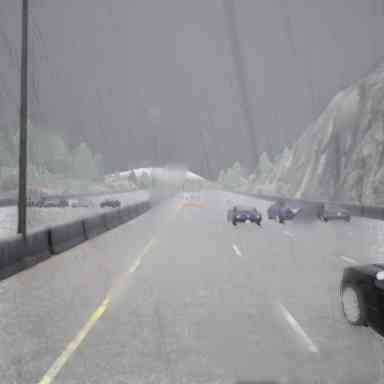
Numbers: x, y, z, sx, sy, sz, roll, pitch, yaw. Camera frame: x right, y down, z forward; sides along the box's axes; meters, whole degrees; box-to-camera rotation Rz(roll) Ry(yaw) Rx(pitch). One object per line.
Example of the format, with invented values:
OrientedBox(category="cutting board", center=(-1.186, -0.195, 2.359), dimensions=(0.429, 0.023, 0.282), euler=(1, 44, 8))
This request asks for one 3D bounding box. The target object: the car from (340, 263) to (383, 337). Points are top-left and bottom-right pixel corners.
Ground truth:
OrientedBox(category="car", center=(3.600, 1.491, 4.012), dimensions=(1.882, 1.535, 5.008), euler=(0, 0, 0))

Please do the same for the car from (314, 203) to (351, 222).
OrientedBox(category="car", center=(10.601, 1.554, 25.962), dimensions=(1.994, 1.385, 4.181), euler=(0, 0, 0))

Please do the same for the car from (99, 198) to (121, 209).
OrientedBox(category="car", center=(-10.586, 1.448, 43.227), dimensions=(1.895, 1.301, 4.718), euler=(0, 1, 0))

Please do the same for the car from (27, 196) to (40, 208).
OrientedBox(category="car", center=(-21.067, 1.327, 45.577), dimensions=(1.837, 1.490, 4.892), euler=(0, 0, 0))

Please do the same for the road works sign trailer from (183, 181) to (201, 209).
OrientedBox(category="road works sign trailer", center=(-0.009, 0.314, 43.017), dimensions=(2.380, 3.560, 2.880), euler=(0, 1, 0))

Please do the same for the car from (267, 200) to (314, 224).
OrientedBox(category="car", center=(7.101, 1.347, 25.026), dimensions=(2.097, 1.767, 4.553), euler=(0, 0, 0))

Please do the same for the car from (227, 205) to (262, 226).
OrientedBox(category="car", center=(3.600, 1.602, 23.647), dimensions=(1.895, 1.301, 4.718), euler=(0, 0, 0))

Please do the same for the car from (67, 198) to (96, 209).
OrientedBox(category="car", center=(-14.086, 1.448, 43.227), dimensions=(1.895, 1.301, 4.718), euler=(0, 1, 0))

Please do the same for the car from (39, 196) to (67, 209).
OrientedBox(category="car", center=(-17.583, 1.410, 43.284), dimensions=(1.994, 1.385, 4.181), euler=(0, 1, 0))
